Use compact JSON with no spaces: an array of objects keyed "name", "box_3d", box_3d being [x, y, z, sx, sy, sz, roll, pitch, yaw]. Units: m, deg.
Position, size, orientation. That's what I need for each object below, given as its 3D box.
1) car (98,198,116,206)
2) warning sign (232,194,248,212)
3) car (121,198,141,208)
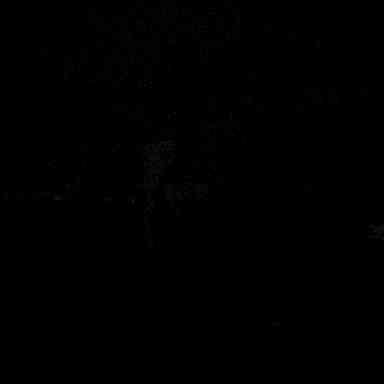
[{"name":"car","box_3d":[-15.047,1.683,58.529,1.994,1.385,4.181,0,0,-35]},{"name":"warning sign","box_3d":[4.953,1.129,34.290,1.300,1.860,1.060,0,0,-35]},{"name":"car","box_3d":[-9.230,1.609,50.317,1.812,1.442,4.674,0,0,-34]}]
